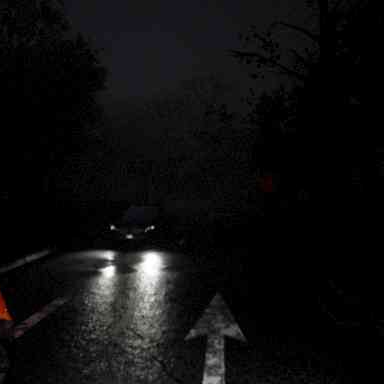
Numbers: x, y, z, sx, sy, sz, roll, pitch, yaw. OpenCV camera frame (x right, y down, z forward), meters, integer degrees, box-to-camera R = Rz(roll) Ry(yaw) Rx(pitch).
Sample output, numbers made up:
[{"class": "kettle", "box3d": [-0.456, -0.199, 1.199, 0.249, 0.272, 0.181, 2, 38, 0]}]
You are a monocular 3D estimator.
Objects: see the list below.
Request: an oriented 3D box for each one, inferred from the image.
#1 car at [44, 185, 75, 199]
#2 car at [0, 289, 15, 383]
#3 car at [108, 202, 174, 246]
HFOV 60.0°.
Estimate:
[{"class": "car", "box3d": [-16.155, -0.061, 38.624, 5.008, 1.535, 1.882, 1, 1, 5]}, {"class": "car", "box3d": [-3.236, 1.326, 1.838, 2.097, 1.767, 4.553, 0, 2, 8]}, {"class": "car", "box3d": [-1.897, 1.157, 13.626, 1.812, 1.442, 4.674, 0, 2, 6]}]
